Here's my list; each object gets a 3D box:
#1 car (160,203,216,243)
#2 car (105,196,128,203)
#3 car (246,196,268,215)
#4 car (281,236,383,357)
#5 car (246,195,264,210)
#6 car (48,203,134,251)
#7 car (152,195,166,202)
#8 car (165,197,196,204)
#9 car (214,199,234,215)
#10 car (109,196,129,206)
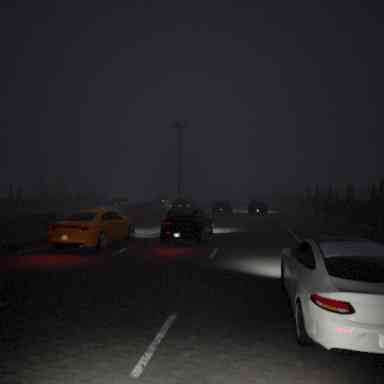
[{"bbox_3d":[-0.165,1.496,16.012,1.837,1.490,4.892,0,0,11],"label":"car"},{"bbox_3d":[-9.731,1.483,42.846,1.837,1.490,4.892,0,0,9],"label":"car"},{"bbox_3d":[6.572,1.493,33.312,1.837,1.490,4.892,0,0,11],"label":"car"},{"bbox_3d":[2.684,1.522,6.011,1.812,1.442,4.674,0,0,11],"label":"car"},{"bbox_3d":[8.341,1.336,44.218,2.097,1.767,4.553,0,0,8],"label":"car"},{"bbox_3d":[-4.055,1.468,14.234,1.882,1.535,5.008,0,0,11],"label":"car"},{"bbox_3d":[-5.016,1.327,52.407,2.097,1.767,4.553,0,0,4],"label":"car"},{"bbox_3d":[-0.747,1.337,32.061,2.097,1.767,4.553,0,0,11],"label":"car"},{"bbox_3d":[3.199,1.476,34.156,2.128,1.511,4.902,0,0,10],"label":"car"},{"bbox_3d":[-11.867,1.451,54.146,1.882,1.535,5.008,0,0,3],"label":"car"}]
